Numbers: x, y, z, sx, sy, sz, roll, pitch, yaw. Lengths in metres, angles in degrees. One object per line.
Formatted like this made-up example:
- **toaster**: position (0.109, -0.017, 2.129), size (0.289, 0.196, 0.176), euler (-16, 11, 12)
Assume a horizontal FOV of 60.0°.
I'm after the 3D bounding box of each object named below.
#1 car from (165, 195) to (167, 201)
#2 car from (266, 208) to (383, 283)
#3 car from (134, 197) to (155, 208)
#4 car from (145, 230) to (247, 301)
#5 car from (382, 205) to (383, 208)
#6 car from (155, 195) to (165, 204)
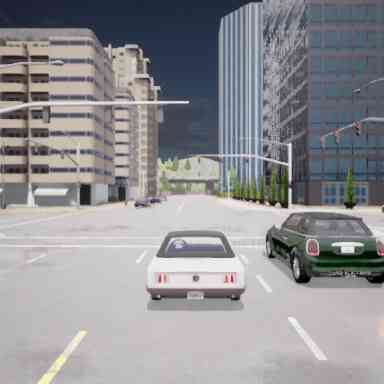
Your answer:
- **car**: position (-6.898, 1.479, 79.273), size (2.128, 1.511, 4.902), euler (0, 0, 0)
- **car**: position (3.594, 1.348, 9.777), size (2.097, 1.767, 4.553), euler (0, 0, 0)
- **car**: position (-7.028, 1.526, 47.641), size (2.033, 1.411, 5.357), euler (0, 0, 0)
- **car**: position (0.086, 1.597, 8.287), size (1.895, 1.301, 4.718), euler (0, 0, 0)
- **car**: position (20.740, 1.408, 31.623), size (5.008, 1.535, 1.882), euler (0, 0, 0)
- **car**: position (-6.956, 1.572, 64.161), size (1.895, 1.301, 4.718), euler (0, 0, 1)
